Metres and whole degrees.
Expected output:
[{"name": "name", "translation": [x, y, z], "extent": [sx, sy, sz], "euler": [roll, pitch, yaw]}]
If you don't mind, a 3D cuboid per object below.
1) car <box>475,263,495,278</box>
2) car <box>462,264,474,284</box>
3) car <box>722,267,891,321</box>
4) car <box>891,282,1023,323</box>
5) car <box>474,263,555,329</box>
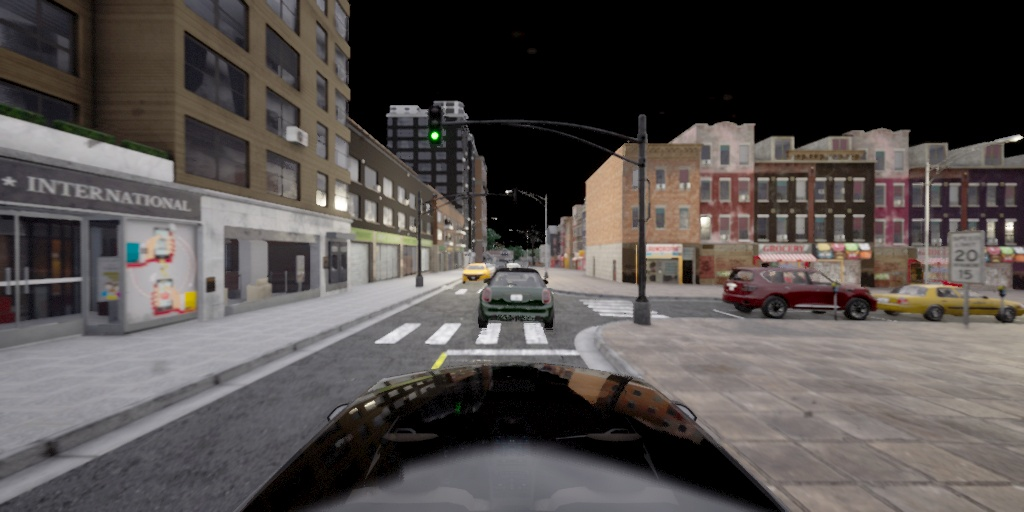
[{"name": "car", "translation": [-2.829, 1.497, 38.379], "extent": [1.812, 1.442, 4.674], "euler": [0, -1, 0]}, {"name": "car", "translation": [-2.831, 1.366, 28.963], "extent": [1.882, 1.535, 5.008], "euler": [0, 0, 1]}, {"name": "car", "translation": [10.801, 1.373, 13.764], "extent": [5.009, 1.841, 2.192], "euler": [0, 0, 0]}, {"name": "car", "translation": [16.516, 1.685, 13.751], "extent": [4.829, 1.417, 1.751], "euler": [0, 0, 0]}, {"name": "car", "translation": [0.127, 1.159, 11.600], "extent": [2.097, 1.767, 4.553], "euler": [2, -1, 0]}]
